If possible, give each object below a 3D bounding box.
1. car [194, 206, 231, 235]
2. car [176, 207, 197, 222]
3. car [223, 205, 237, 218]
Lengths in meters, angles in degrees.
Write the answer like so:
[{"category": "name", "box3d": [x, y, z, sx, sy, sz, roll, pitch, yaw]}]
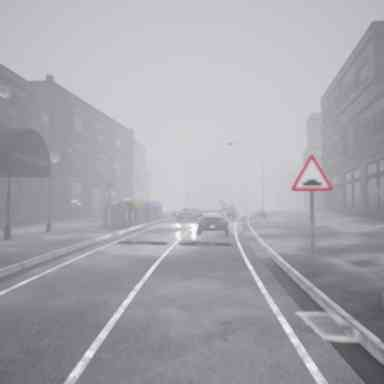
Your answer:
[{"category": "car", "box3d": [1.401, 1.828, 21.100, 1.812, 1.442, 4.674, 0, -1, 6]}, {"category": "car", "box3d": [-0.247, 2.132, 32.244, 1.895, 1.301, 4.718, 0, -1, 10]}, {"category": "car", "box3d": [4.209, 2.214, 38.860, 1.994, 1.385, 4.181, 0, -1, 11]}]
